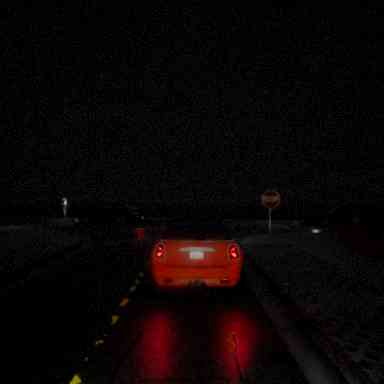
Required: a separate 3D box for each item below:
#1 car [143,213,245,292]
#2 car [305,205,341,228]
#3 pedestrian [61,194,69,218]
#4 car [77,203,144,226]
[{"bbox_3d":[0.161,1.347,9.124,2.097,1.767,4.553,0,0,2],"label":"car"},{"bbox_3d":[10.313,1.618,22.650,5.008,1.535,1.882,1,0,-1],"label":"car"},{"bbox_3d":[-9.694,1.049,25.440,0.375,1.860,0.375,0,-1,0],"label":"pedestrian"},{"bbox_3d":[-5.455,1.468,22.520,4.674,1.442,1.812,1,-2,17],"label":"car"}]
